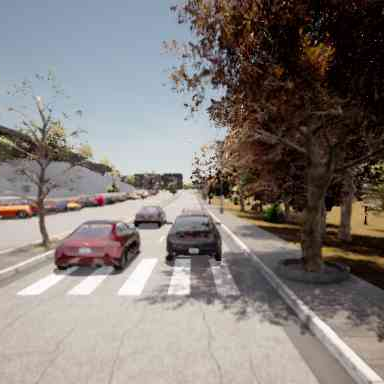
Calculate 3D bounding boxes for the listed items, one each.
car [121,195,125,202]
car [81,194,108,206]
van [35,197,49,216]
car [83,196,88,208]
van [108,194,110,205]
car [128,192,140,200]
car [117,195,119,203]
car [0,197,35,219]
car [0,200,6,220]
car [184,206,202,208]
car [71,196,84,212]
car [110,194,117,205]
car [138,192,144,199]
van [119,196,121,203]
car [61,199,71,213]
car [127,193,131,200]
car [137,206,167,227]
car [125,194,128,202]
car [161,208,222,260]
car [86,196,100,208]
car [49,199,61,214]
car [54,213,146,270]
[{"bbox_3d":[-16.815,1.444,68.481,4.553,1.767,2.185,-1,1,-20],"label":"car"},{"bbox_3d":[-16.884,1.419,53.541,5.566,2.045,2.435,-1,1,-20],"label":"car"},{"bbox_3d":[-16.766,1.463,32.714,4.442,1.987,1.878,-1,-1,-20],"label":"van"},{"bbox_3d":[-16.834,1.734,44.614,4.792,1.488,2.163,-1,0,-20],"label":"car"},{"bbox_3d":[-16.747,1.423,56.584,4.442,1.987,1.878,-1,0,-20],"label":"van"},{"bbox_3d":[-16.804,1.477,86.478,4.792,1.488,2.163,-1,0,-20],"label":"car"},{"bbox_3d":[-16.842,1.611,62.507,4.892,1.521,2.231,-1,1,-20],"label":"car"},{"bbox_3d":[-16.845,1.546,29.686,4.553,1.767,2.185,-1,0,-20],"label":"car"},{"bbox_3d":[-16.704,1.625,23.776,5.366,1.575,1.946,-1,-1,-20],"label":"car"},{"bbox_3d":[0.067,1.757,26.495,1.895,1.301,4.718,0,0,0],"label":"car"},{"bbox_3d":[-16.692,1.702,41.687,5.366,1.575,1.946,-1,0,-20],"label":"car"},{"bbox_3d":[-16.829,1.379,59.537,5.566,2.045,2.435,-1,0,-20],"label":"car"},{"bbox_3d":[-16.997,1.404,92.402,5.366,1.575,1.946,-1,1,-20],"label":"car"},{"bbox_3d":[-16.957,1.366,65.445,4.442,1.987,1.878,-1,1,-20],"label":"van"},{"bbox_3d":[-16.892,1.738,38.617,4.792,1.488,2.163,-1,0,-20],"label":"car"},{"bbox_3d":[-16.813,1.559,74.473,4.792,1.488,2.163,-1,0,-20],"label":"car"},{"bbox_3d":[-2.952,1.687,24.198,2.033,1.411,5.357,0,0,0],"label":"car"},{"bbox_3d":[-16.836,1.590,71.454,4.674,1.452,2.002,-1,1,-20],"label":"car"},{"bbox_3d":[0.072,1.561,12.635,1.837,1.490,4.892,0,0,0],"label":"car"},{"bbox_3d":[-16.853,1.724,50.571,4.674,1.452,2.002,-1,1,-20],"label":"car"},{"bbox_3d":[-16.863,1.739,35.645,4.674,1.452,2.002,-1,0,-20],"label":"car"},{"bbox_3d":[-2.935,1.609,11.170,1.994,1.385,4.181,0,-1,0],"label":"car"}]
